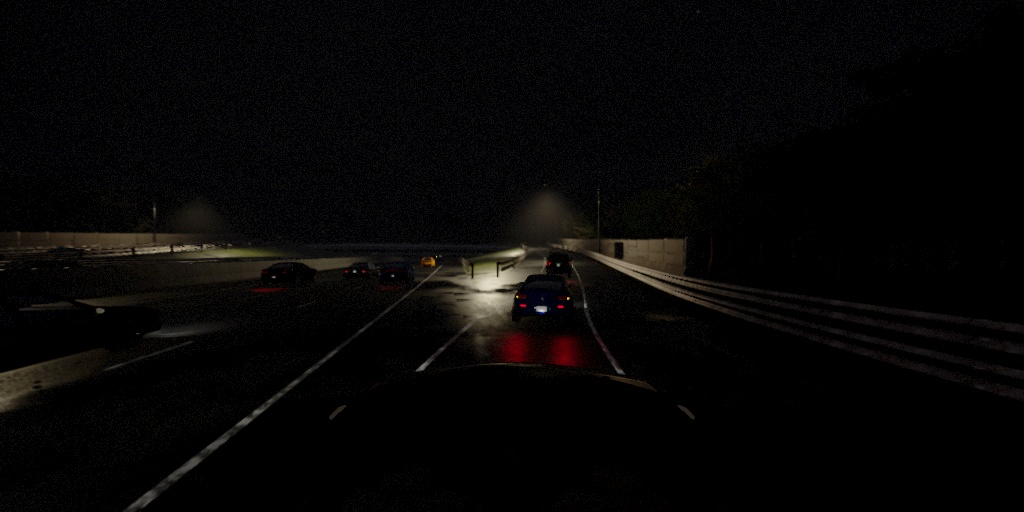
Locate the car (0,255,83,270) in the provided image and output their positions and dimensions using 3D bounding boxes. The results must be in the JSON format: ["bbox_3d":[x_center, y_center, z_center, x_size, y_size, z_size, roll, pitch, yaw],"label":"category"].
[{"bbox_3d":[-24.916,0.979,18.564,2.097,1.767,4.553,0,0,-9],"label":"car"}]

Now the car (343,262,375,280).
[{"bbox_3d":[-12.236,1.205,29.507,2.033,1.411,5.357,0,0,-9],"label":"car"}]

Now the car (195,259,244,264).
[{"bbox_3d":[-27.360,1.060,34.381,1.837,1.490,4.892,0,0,-9],"label":"car"}]

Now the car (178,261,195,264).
[{"bbox_3d":[-30.765,1.145,33.505,1.895,1.301,4.718,0,0,-9],"label":"car"}]

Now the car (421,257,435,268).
[{"bbox_3d":[-12.706,0.947,54.334,1.882,1.535,5.008,0,0,-9],"label":"car"}]

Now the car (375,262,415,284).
[{"bbox_3d":[-8.288,1.163,26.226,1.882,1.535,5.008,0,0,-9],"label":"car"}]

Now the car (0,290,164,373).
[{"bbox_3d":[-8.601,1.257,5.681,2.033,1.411,5.357,0,0,-9],"label":"car"}]

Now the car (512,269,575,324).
[{"bbox_3d":[1.123,1.326,12.160,1.812,1.442,4.674,1,-1,8],"label":"car"}]

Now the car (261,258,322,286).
[{"bbox_3d":[-14.999,1.137,24.462,1.882,1.535,5.008,0,0,-9],"label":"car"}]

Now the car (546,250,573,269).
[{"bbox_3d":[4.221,0.739,32.183,2.150,2.045,5.566,0,2,9],"label":"car"}]
